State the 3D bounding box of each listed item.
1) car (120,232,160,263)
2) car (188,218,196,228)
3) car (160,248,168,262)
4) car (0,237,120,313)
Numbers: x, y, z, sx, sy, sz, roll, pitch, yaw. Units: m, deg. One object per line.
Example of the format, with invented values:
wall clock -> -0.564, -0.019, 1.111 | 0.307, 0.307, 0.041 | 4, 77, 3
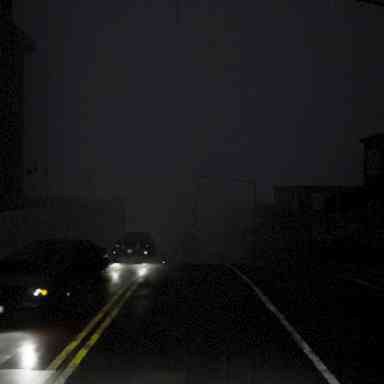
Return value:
car -> -3.608, 3.621, 21.931 | 2.150, 2.045, 5.566 | 0, -12, 0
car -> -0.053, 8.695, 88.502 | 1.837, 1.490, 4.892 | 0, 1, 0
car -> -3.600, 6.699, 35.703 | 1.882, 1.535, 5.008 | 0, -11, 0
car -> -3.588, 1.952, 8.788 | 2.033, 1.411, 5.357 | 1, -4, 0
